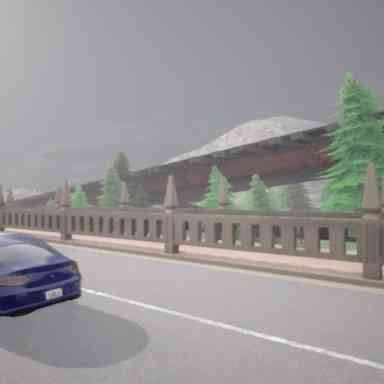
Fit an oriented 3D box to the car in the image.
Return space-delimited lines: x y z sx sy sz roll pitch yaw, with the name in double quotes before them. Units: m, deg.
"car" -4.229 1.596 7.024 4.674 1.442 1.812 -1 0 36
